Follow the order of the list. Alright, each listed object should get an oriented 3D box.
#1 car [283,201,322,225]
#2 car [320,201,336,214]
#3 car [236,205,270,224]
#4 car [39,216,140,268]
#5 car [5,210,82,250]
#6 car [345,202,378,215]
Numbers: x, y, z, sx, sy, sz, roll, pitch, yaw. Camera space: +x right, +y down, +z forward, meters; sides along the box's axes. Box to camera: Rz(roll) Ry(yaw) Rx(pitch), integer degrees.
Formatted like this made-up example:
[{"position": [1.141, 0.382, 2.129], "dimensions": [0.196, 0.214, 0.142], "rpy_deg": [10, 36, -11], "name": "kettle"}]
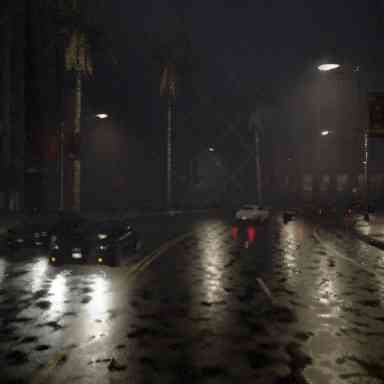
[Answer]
[{"position": [8.852, 1.766, 27.159], "dimensions": [2.128, 1.511, 4.902], "rpy_deg": [0, -1, 30], "name": "car"}, {"position": [15.434, 1.880, 40.153], "dimensions": [5.008, 1.535, 1.882], "rpy_deg": [0, -1, -39], "name": "car"}, {"position": [5.088, 1.803, 27.528], "dimensions": [1.812, 1.442, 4.674], "rpy_deg": [0, -1, 28], "name": "car"}, {"position": [-3.188, 1.683, 11.673], "dimensions": [1.994, 1.385, 4.181], "rpy_deg": [0, -1, 5], "name": "car"}, {"position": [-6.364, 1.633, 15.327], "dimensions": [1.882, 1.535, 5.008], "rpy_deg": [0, -1, 7], "name": "car"}, {"position": [19.928, 1.896, 39.093], "dimensions": [4.892, 1.490, 1.837], "rpy_deg": [1, -1, -34], "name": "car"}]
